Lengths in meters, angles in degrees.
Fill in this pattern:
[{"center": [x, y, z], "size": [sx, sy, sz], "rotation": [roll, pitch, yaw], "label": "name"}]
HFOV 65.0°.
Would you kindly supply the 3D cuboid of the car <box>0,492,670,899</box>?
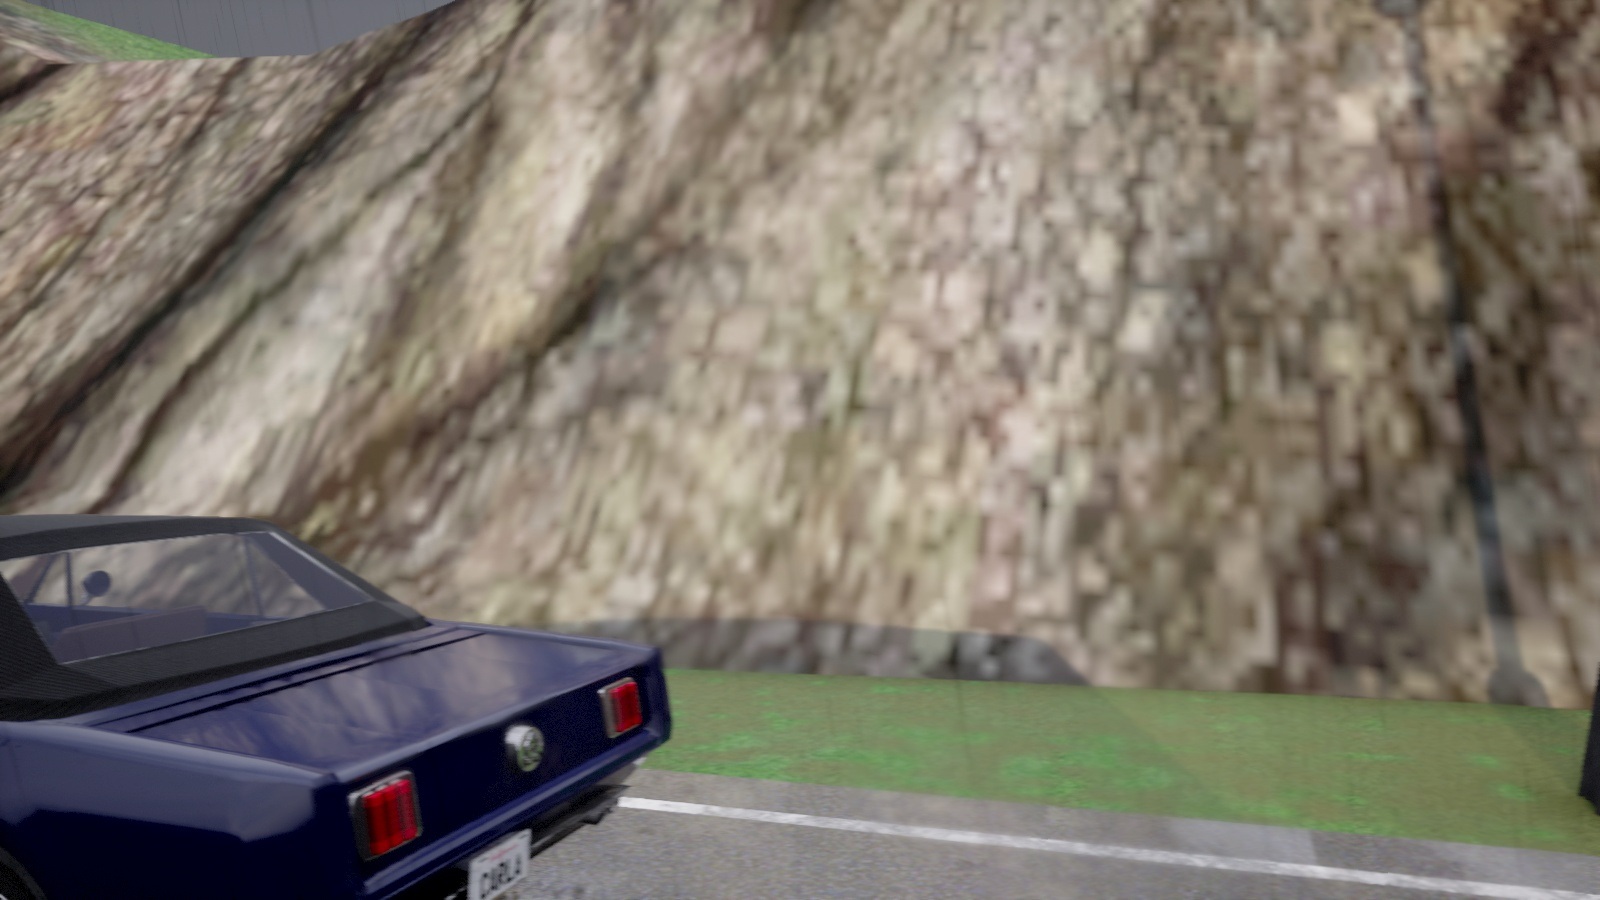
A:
[{"center": [-2.989, 0.848, 4.204], "size": [4.718, 1.301, 1.895], "rotation": [1, 1, 19], "label": "car"}]
